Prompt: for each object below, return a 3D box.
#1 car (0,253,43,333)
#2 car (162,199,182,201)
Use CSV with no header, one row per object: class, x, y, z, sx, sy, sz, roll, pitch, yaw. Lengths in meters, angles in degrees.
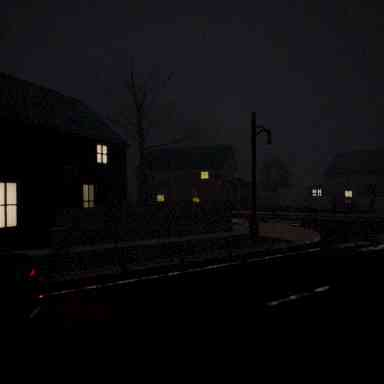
car,-4.603,1.493,4.275,4.902,1.511,2.128,0,0,-35
car,-1.175,1.359,25.711,4.892,1.490,1.837,0,1,22
